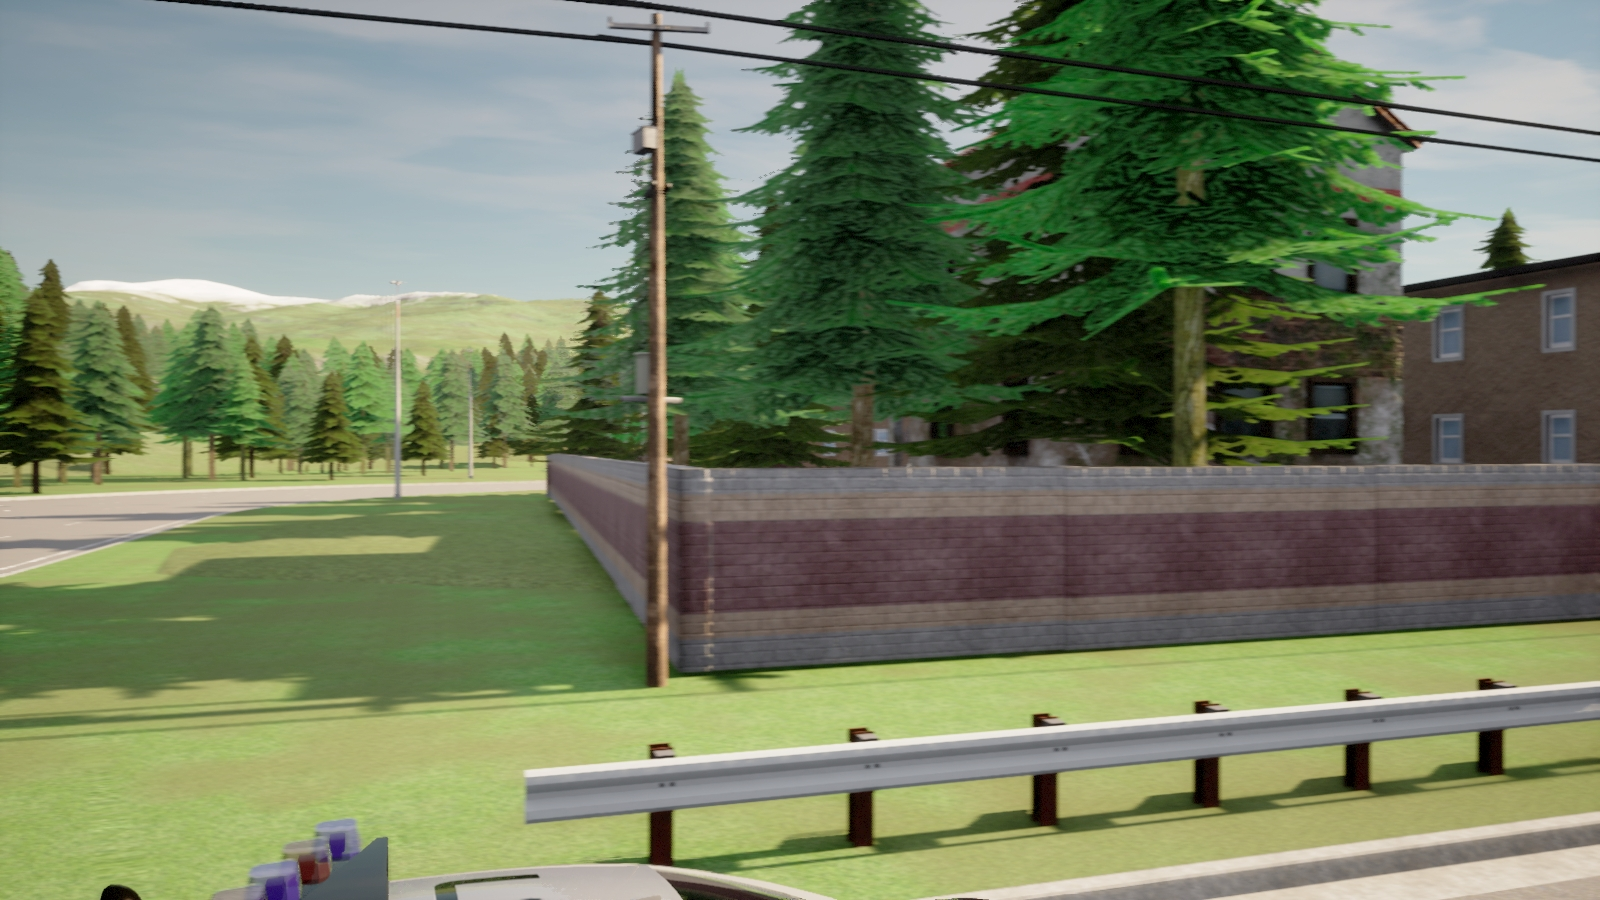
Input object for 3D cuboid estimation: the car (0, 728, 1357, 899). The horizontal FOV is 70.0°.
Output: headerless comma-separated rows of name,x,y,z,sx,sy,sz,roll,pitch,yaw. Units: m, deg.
car,-1.336,1.980,2.924,5.238,1.638,2.097,0,0,-20
